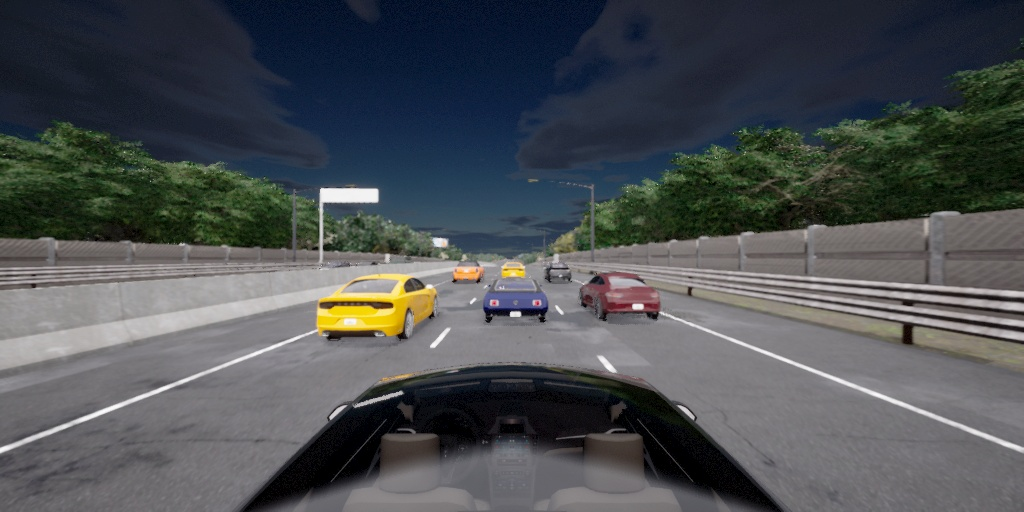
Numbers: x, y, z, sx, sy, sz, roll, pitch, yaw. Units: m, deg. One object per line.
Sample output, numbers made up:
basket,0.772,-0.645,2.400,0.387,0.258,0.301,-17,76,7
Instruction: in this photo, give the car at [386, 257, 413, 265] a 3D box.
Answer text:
car,-14.070,1.136,45.090,2.150,2.045,5.566,0,-1,0

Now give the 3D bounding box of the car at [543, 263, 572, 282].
car,3.613,1.289,28.986,2.128,1.511,4.902,0,0,0

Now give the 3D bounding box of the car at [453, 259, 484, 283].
car,-3.389,1.149,28.768,2.097,1.767,4.553,0,0,0

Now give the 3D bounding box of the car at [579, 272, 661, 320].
car,3.606,1.287,12.552,1.812,1.442,4.674,0,0,0

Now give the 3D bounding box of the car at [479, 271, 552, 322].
car,0.106,1.362,12.346,1.895,1.301,4.718,0,0,0

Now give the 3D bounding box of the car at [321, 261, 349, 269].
car,-21.065,1.385,43.113,2.128,1.511,4.902,0,0,0

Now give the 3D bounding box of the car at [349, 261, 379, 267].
car,-17.568,1.404,43.710,1.837,1.490,4.892,0,0,0

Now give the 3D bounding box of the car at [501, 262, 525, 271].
car,0.114,1.282,30.569,1.882,1.535,5.008,0,0,0

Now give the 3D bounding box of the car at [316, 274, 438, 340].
car,-3.395,1.235,10.005,1.882,1.535,5.008,0,0,0
